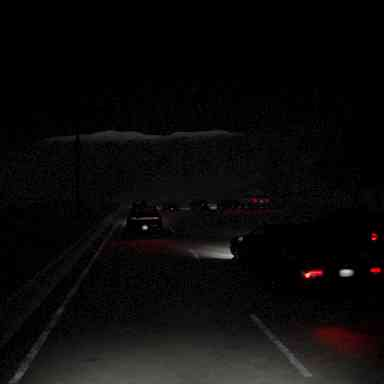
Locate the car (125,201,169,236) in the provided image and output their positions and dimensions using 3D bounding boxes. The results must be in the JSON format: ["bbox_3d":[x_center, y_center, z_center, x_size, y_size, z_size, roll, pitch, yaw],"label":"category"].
[{"bbox_3d":[-2.677,1.510,18.610,2.128,1.511,4.902,-1,0,-9],"label":"car"}]

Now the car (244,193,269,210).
[{"bbox_3d":[7.761,1.139,41.568,2.150,2.045,5.566,-1,0,-9],"label":"car"}]

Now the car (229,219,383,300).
[{"bbox_3d":[2.458,1.523,8.533,2.033,1.411,5.357,-1,0,-8],"label":"car"}]

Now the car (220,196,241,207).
[{"bbox_3d":[5.964,1.408,51.927,1.882,1.535,5.008,-1,0,-9],"label":"car"}]

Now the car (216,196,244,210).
[{"bbox_3d":[4.315,1.440,40.982,2.128,1.511,4.902,-1,0,-9],"label":"car"}]

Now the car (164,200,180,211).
[{"bbox_3d":[-2.629,1.613,40.081,1.895,1.301,4.718,-1,0,-9],"label":"car"}]

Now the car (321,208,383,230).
[{"bbox_3d":[5.497,1.299,11.242,2.097,1.767,4.553,-1,0,-8],"label":"car"}]

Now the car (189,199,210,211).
[{"bbox_3d":[0.872,1.528,40.326,2.033,1.411,5.357,-1,0,-9],"label":"car"}]

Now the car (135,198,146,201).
[{"bbox_3d":[-6.887,1.541,44.397,2.128,1.511,4.902,-1,0,-9],"label":"car"}]
